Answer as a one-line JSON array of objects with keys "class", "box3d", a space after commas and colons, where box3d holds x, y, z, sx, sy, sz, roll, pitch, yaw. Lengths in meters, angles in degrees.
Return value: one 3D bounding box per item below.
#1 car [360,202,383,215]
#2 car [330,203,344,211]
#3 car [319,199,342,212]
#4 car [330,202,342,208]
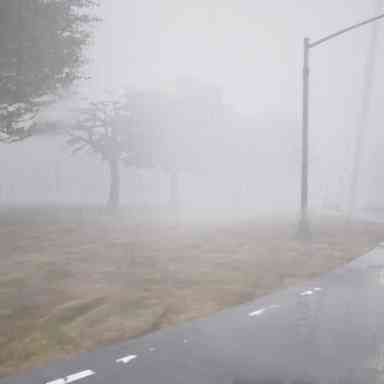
[{"class": "car", "box3d": [24.675, 2.173, 45.121, 2.097, 1.767, 4.553, 1, -1, 6]}, {"class": "car", "box3d": [27.463, 2.758, 63.303, 2.033, 1.411, 5.357, 1, -1, 19]}, {"class": "car", "box3d": [21.765, 2.104, 52.897, 2.150, 2.045, 5.566, 1, -1, 11]}, {"class": "car", "box3d": [34.924, 3.098, 80.626, 1.895, 1.301, 4.718, 1, -1, 32]}]
